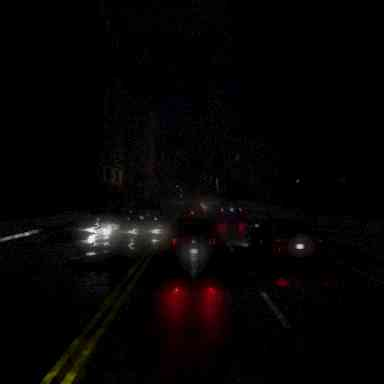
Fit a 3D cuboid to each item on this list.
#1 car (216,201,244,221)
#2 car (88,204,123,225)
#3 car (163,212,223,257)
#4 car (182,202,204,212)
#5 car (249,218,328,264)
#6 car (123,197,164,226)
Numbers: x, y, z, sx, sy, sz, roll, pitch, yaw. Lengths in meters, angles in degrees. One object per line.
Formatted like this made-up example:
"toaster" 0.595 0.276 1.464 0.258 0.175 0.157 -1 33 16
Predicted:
"car" 3.325 1.580 29.772 2.097 1.767 4.553 0 0 0
"car" -6.610 1.690 25.902 2.128 1.511 4.902 0 -1 0
"car" 0.077 1.701 13.340 1.895 1.301 4.718 0 0 0
"car" 0.079 1.720 31.687 1.882 1.535 5.008 0 0 0
"car" 3.320 1.656 12.190 1.994 1.385 4.181 0 0 0
"car" -3.360 1.415 25.159 2.150 2.045 5.566 0 -1 0
